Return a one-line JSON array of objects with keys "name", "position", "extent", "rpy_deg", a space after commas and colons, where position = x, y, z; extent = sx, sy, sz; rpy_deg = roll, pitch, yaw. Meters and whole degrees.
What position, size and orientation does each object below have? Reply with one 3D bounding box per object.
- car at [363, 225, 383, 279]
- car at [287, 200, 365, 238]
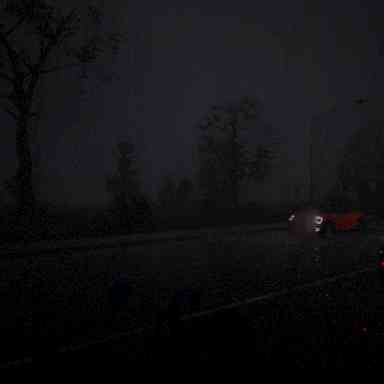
[{"name": "car", "position": [6.469, 1.524, 8.358], "extent": [4.674, 1.442, 1.812], "rpy_deg": [0, 0, -36]}, {"name": "car", "position": [7.158, 1.349, 17.691], "extent": [4.553, 1.767, 2.097], "rpy_deg": [0, 0, -35]}]
